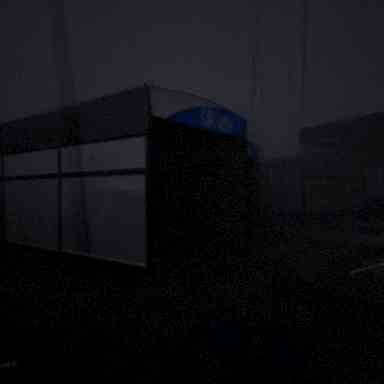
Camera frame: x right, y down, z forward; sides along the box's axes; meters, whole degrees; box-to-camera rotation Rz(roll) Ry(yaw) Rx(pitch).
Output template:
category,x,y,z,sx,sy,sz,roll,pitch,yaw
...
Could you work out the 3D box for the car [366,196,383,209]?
category,x,y,z,sx,sy,sz,roll,pitch,yaw
car,22.222,1.318,40.917,4.611,1.667,2.242,0,0,-36
